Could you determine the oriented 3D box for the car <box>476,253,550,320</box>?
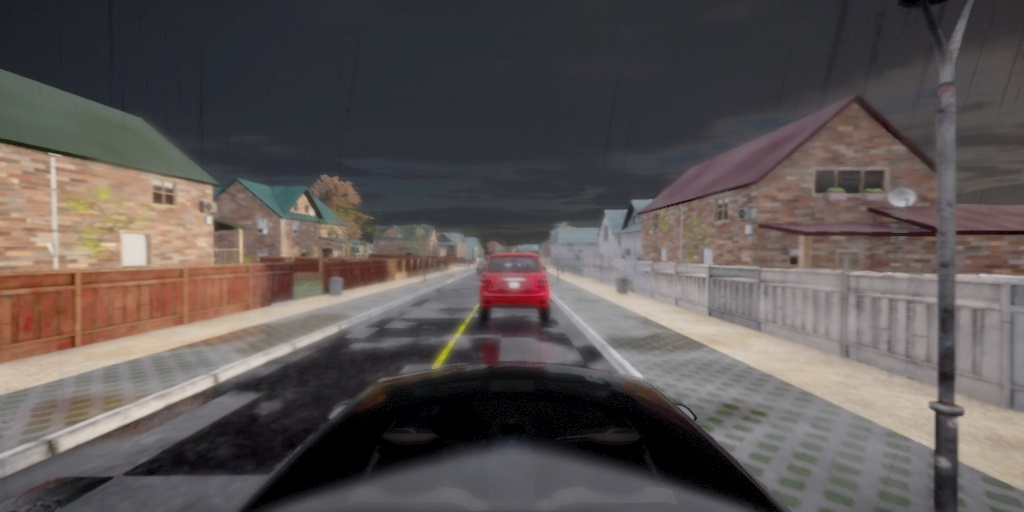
[{"bbox_3d":[0.085,0.955,12.793,2.150,2.045,5.566,0,-1,0],"label":"car"}]

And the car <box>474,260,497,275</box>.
[{"bbox_3d":[-2.826,1.215,39.262,2.128,1.511,4.902,0,0,0],"label":"car"}]
